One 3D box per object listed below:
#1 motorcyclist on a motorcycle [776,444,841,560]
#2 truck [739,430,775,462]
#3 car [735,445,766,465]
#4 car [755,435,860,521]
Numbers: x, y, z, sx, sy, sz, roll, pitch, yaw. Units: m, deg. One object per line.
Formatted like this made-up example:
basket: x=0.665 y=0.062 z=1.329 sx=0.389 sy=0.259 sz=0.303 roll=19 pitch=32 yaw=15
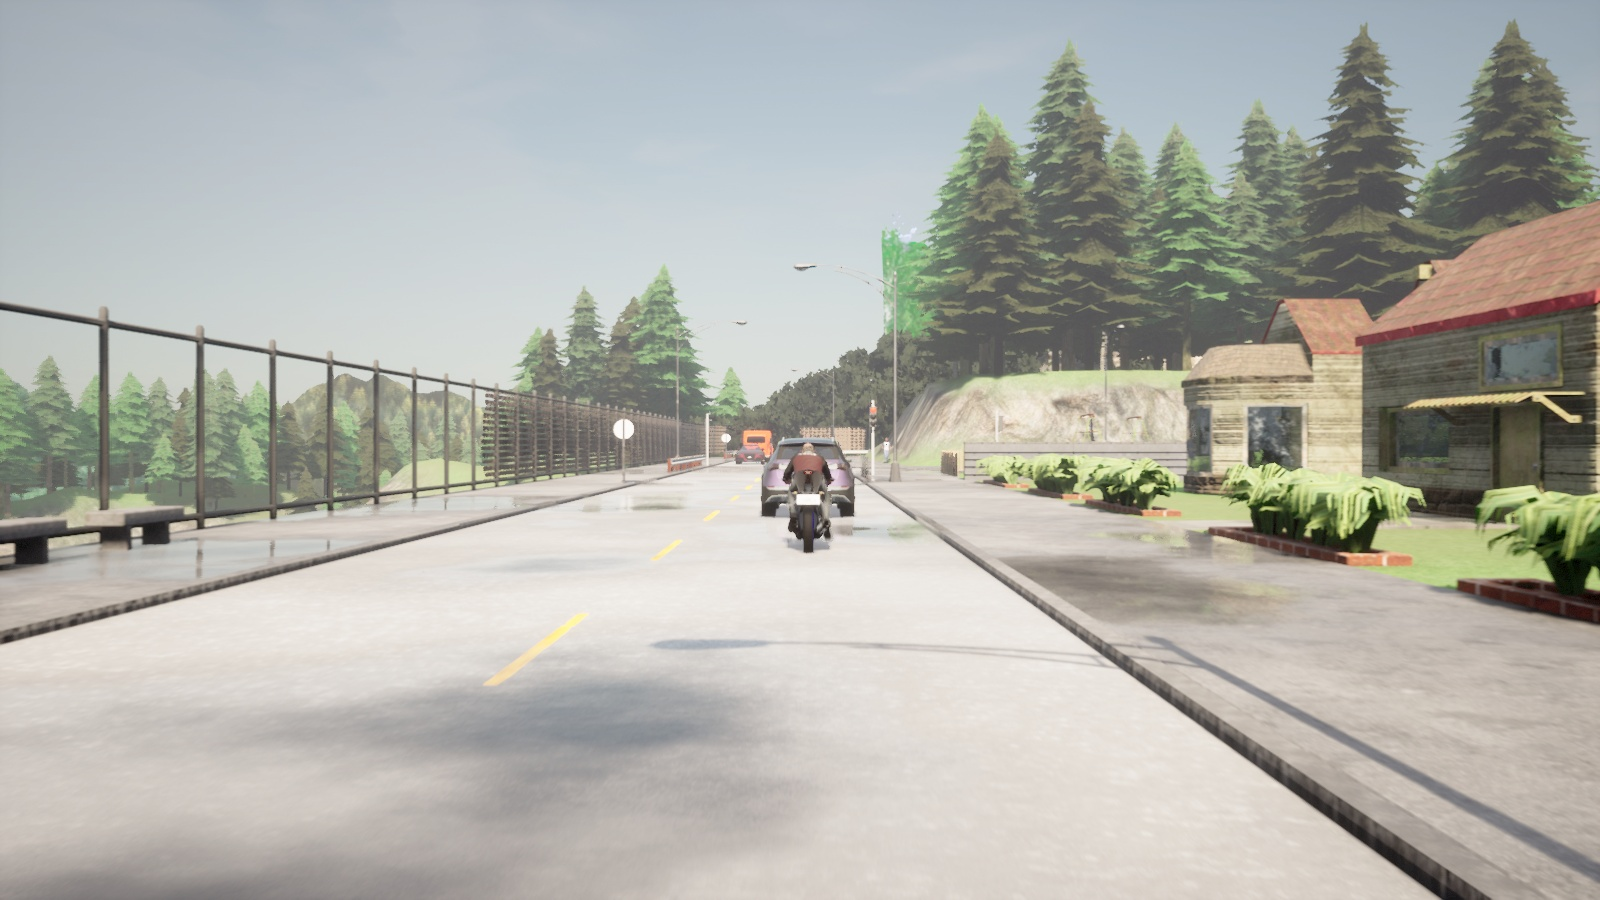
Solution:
motorcyclist on a motorcycle: x=0.117 y=0.681 z=17.815 sx=0.866 sy=1.530 sz=2.191 roll=0 pitch=1 yaw=0
truck: x=-3.387 y=-0.301 z=99.067 sx=2.627 sy=2.467 sz=5.204 roll=0 pitch=0 yaw=0
car: x=-3.455 y=0.311 z=88.259 sx=1.994 sy=1.385 sz=4.181 roll=0 pitch=0 yaw=0
car: x=0.170 y=0.526 z=26.784 sx=2.033 sy=1.649 sz=4.856 roll=0 pitch=0 yaw=0
